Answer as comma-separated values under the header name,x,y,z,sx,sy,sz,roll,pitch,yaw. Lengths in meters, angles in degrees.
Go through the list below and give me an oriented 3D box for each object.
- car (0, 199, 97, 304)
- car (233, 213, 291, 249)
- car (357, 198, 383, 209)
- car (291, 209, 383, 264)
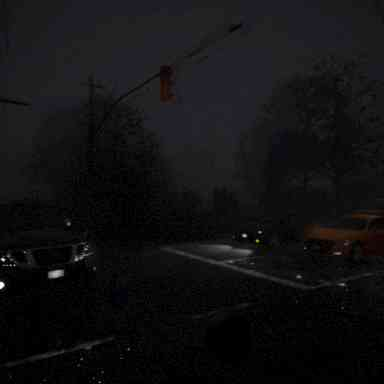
name,x,y,z,sx,sy,sz,roll,pitch,yaw
car,-4.551,1.227,8.333,2.150,2.045,5.566,0,0,-45
car,3.868,1.671,15.099,4.181,1.385,1.994,1,0,-34
car,11.673,1.418,20.264,5.566,2.045,2.150,1,0,-33
car,6.230,1.590,12.472,5.008,1.535,1.882,1,0,-34
